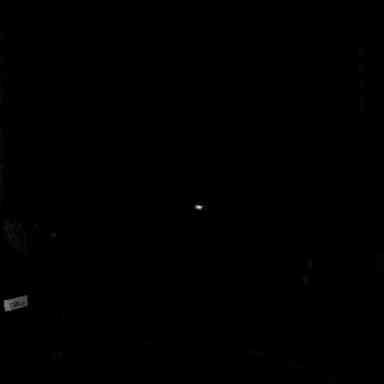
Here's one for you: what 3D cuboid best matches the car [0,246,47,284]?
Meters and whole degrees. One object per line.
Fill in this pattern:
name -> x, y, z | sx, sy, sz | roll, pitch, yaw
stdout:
car -> -4.184, 1.645, 5.952 | 4.313, 1.339, 1.947 | -1, -1, 36

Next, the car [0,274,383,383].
car -> 0.381, 1.579, 2.693 | 4.313, 1.339, 1.947 | -1, -1, 36
